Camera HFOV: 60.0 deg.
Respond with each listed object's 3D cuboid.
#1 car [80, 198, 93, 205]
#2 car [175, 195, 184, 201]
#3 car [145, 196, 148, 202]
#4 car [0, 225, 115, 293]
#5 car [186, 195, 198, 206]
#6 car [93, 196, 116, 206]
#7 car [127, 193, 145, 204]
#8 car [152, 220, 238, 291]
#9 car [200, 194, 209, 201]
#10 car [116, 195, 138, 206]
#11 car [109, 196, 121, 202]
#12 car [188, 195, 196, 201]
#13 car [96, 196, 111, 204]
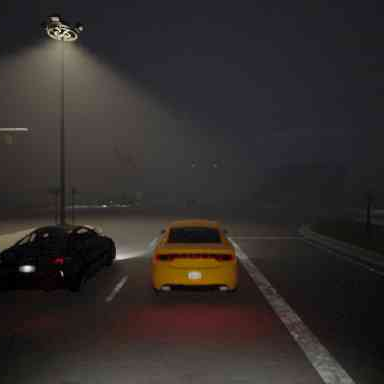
[{"bbox_3d":[-18.542,1.709,59.646,1.895,1.301,4.718,0,0,0],"label":"car"},{"bbox_3d":[-3.473,1.676,87.393,1.812,1.442,4.674,0,0,0],"label":"car"},{"bbox_3d":[-11.476,1.642,78.163,1.837,1.490,4.892,0,0,0],"label":"car"},{"bbox_3d":[-3.431,1.580,8.961,1.994,1.385,4.181,0,0,0],"label":"car"},{"bbox_3d":[0.017,1.628,56.365,1.812,1.442,4.674,0,0,0],"label":"car"},{"bbox_3d":[-15.059,1.669,57.667,1.994,1.385,4.181,0,0,0],"label":"car"},{"bbox_3d":[-11.484,1.476,67.988,2.097,1.767,4.553,0,0,0],"label":"car"},{"bbox_3d":[0.070,1.494,9.058,1.882,1.535,5.008,0,0,0],"label":"car"},{"bbox_3d":[3.527,1.747,87.420,1.895,1.301,4.718,0,0,0],"label":"car"},{"bbox_3d":[-11.557,1.655,58.871,2.033,1.411,5.357,0,0,0],"label":"car"},{"bbox_3d":[-18.475,1.646,79.976,1.837,1.490,4.892,0,0,0],"label":"car"},{"bbox_3d":[0.027,1.650,86.975,1.837,1.490,4.892,0,0,0],"label":"car"},{"bbox_3d":[-18.479,1.627,69.797,1.837,1.490,4.892,0,0,0],"label":"car"}]
